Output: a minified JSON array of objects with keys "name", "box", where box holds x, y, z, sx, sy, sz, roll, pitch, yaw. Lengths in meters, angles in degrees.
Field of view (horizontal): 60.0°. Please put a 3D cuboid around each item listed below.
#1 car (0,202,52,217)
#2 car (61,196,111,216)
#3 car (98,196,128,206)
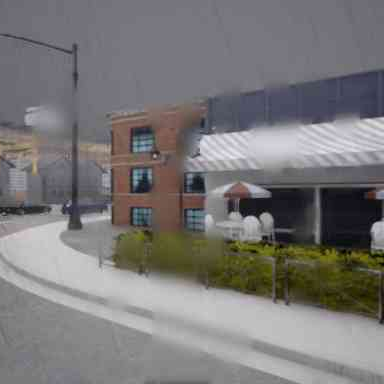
[{"name":"car","box":[-15.465,1.568,31.017,1.895,1.301,4.718,0,0,22]},{"name":"car","box":[-10.410,1.317,32.583,2.097,1.767,4.553,0,0,29]},{"name":"car","box":[-12.950,1.419,54.825,1.882,1.535,5.008,0,0,34]}]
